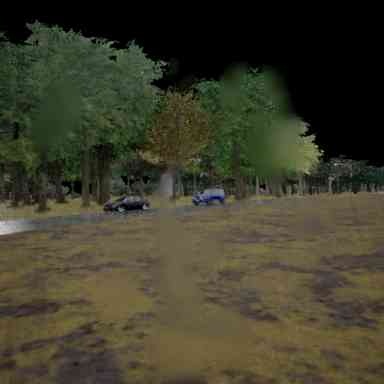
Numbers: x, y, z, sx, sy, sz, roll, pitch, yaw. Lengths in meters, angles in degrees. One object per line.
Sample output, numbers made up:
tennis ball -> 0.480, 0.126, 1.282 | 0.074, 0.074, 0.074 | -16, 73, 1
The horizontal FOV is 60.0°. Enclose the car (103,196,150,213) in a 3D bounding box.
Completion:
car -> -6.144, 1.151, 31.521 | 1.882, 1.535, 5.008 | -3, -1, 36

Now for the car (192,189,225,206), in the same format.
car -> 2.255, 0.674, 43.384 | 2.150, 2.045, 5.566 | -3, -1, 35
